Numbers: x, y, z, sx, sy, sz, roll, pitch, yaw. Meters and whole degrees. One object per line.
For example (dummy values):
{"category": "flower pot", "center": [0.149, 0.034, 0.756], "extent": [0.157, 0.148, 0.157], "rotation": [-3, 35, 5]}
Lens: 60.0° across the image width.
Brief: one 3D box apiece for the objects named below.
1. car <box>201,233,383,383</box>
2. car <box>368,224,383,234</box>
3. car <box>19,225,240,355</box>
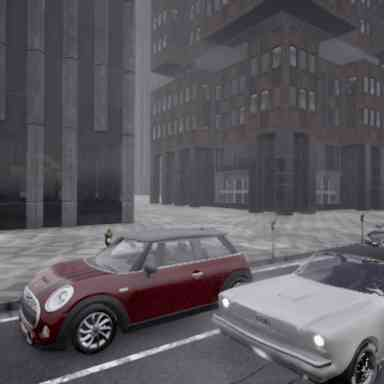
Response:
{"category": "car", "center": [2.627, 1.615, 5.241], "extent": [4.718, 1.301, 1.895], "rotation": [0, 0, -35]}
{"category": "car", "center": [8.158, 1.590, 12.440], "extent": [4.403, 1.369, 2.008], "rotation": [0, 0, -35]}
{"category": "car", "center": [-0.850, 1.448, 6.039], "extent": [4.097, 1.590, 1.967], "rotation": [0, 0, -35]}
